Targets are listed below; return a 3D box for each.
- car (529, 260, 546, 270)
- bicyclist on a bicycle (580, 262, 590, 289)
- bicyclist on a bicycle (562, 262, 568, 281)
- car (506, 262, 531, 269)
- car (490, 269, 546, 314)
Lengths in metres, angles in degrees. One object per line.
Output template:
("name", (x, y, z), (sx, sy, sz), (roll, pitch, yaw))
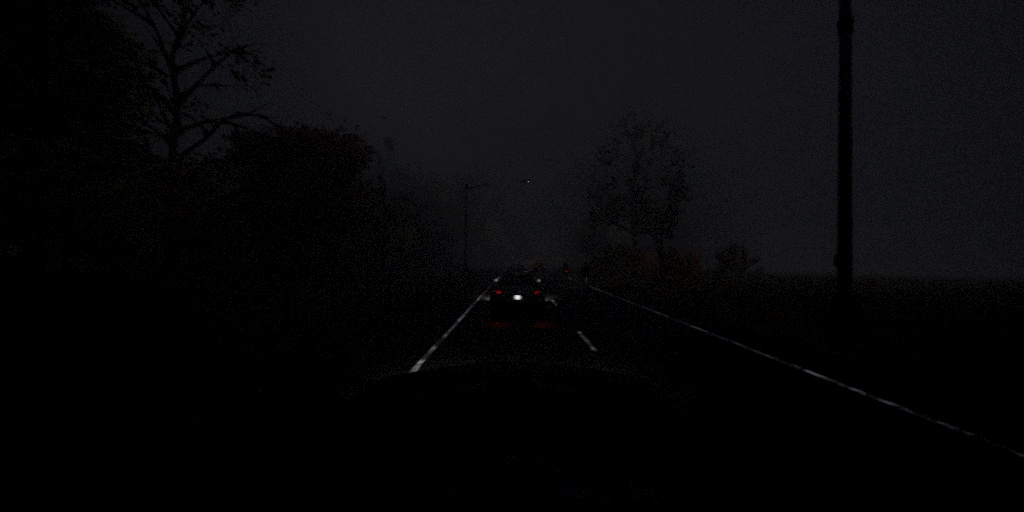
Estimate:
("car", (4.181, 1.574, 54.981), (2.033, 1.411, 5.357), (0, 0, 1))
("bicyclist on a bicycle", (4.687, 1.253, 23.187), (0.659, 1.776, 1.843), (0, 0, 1))
("bicyclist on a bicycle", (4.786, 1.377, 31.992), (0.582, 1.620, 1.656), (0, -1, 1))
("car", (0.413, 1.454, 31.666), (1.994, 1.385, 4.181), (0, 0, 1))
("car", (0.214, 1.372, 14.081), (1.994, 1.385, 4.181), (0, 0, 1))
